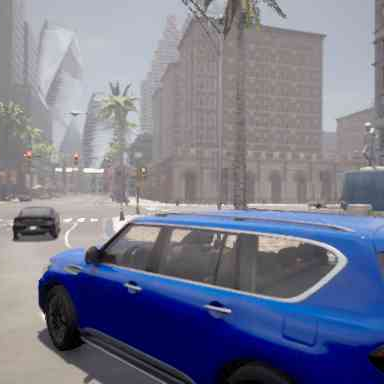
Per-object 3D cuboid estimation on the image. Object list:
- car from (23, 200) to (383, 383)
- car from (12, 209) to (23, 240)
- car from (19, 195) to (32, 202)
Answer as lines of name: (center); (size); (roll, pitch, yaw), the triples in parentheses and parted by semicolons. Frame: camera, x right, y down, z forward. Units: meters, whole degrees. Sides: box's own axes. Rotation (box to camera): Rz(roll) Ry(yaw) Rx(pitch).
car: (0.117, 1.238, 4.307); (5.566, 2.045, 2.150); (1, 0, 42)
car: (-7.934, 1.458, 17.211); (1.882, 1.535, 5.008); (1, 0, -20)
car: (-36.524, 1.396, 72.992); (2.161, 1.482, 4.786); (1, 0, -15)
